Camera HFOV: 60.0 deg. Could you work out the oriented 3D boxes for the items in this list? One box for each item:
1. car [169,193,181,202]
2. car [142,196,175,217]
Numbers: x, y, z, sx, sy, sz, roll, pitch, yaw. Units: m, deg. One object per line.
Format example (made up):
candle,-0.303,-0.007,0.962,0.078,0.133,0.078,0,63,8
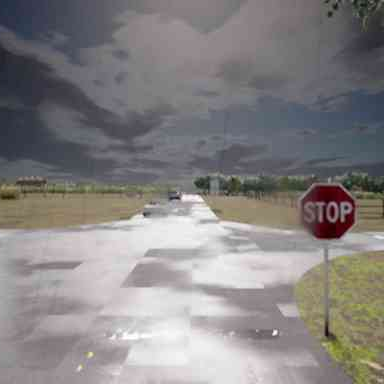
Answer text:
car,-2.667,0.808,53.016,1.895,1.301,4.718,0,1,0
car,-2.751,1.267,27.040,1.895,1.301,4.718,0,1,2
